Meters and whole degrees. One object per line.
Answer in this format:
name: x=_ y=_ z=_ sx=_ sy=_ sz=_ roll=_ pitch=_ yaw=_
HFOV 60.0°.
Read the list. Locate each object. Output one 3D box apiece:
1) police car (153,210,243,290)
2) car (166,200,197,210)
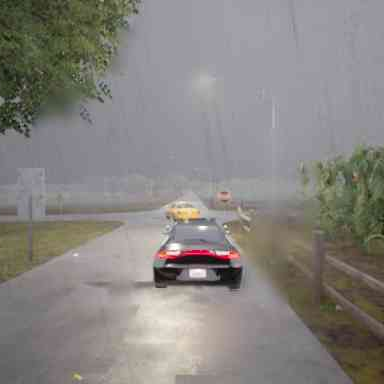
police car: x=0.132 y=1.475 z=9.154 sx=2.038 sy=1.542 sz=4.974 roll=0 pitch=0 yaw=0
car: x=-0.832 y=1.425 z=25.503 sx=1.801 sy=1.575 sz=5.366 roll=0 pitch=0 yaw=-14
